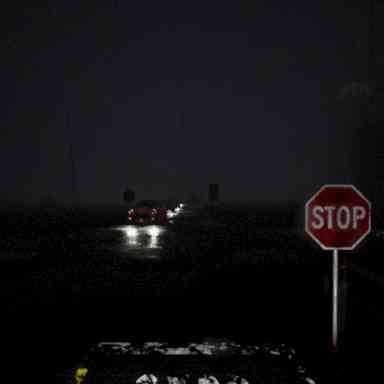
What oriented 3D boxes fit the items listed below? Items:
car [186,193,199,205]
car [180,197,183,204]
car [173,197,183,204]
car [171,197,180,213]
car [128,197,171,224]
[{"bbox_3d":[0.121,1.237,60.239,2.150,2.045,5.566,0,0,0],"label":"car"},{"bbox_3d":[-2.814,1.500,49.970,2.128,1.511,4.902,0,0,0],"label":"car"},{"bbox_3d":[-2.728,1.688,65.468,1.895,1.301,4.718,0,0,0],"label":"car"},{"bbox_3d":[-2.834,1.548,38.102,2.033,1.411,5.357,0,0,0],"label":"car"},{"bbox_3d":[-3.181,1.348,24.547,2.097,1.767,4.553,0,0,6],"label":"car"}]
